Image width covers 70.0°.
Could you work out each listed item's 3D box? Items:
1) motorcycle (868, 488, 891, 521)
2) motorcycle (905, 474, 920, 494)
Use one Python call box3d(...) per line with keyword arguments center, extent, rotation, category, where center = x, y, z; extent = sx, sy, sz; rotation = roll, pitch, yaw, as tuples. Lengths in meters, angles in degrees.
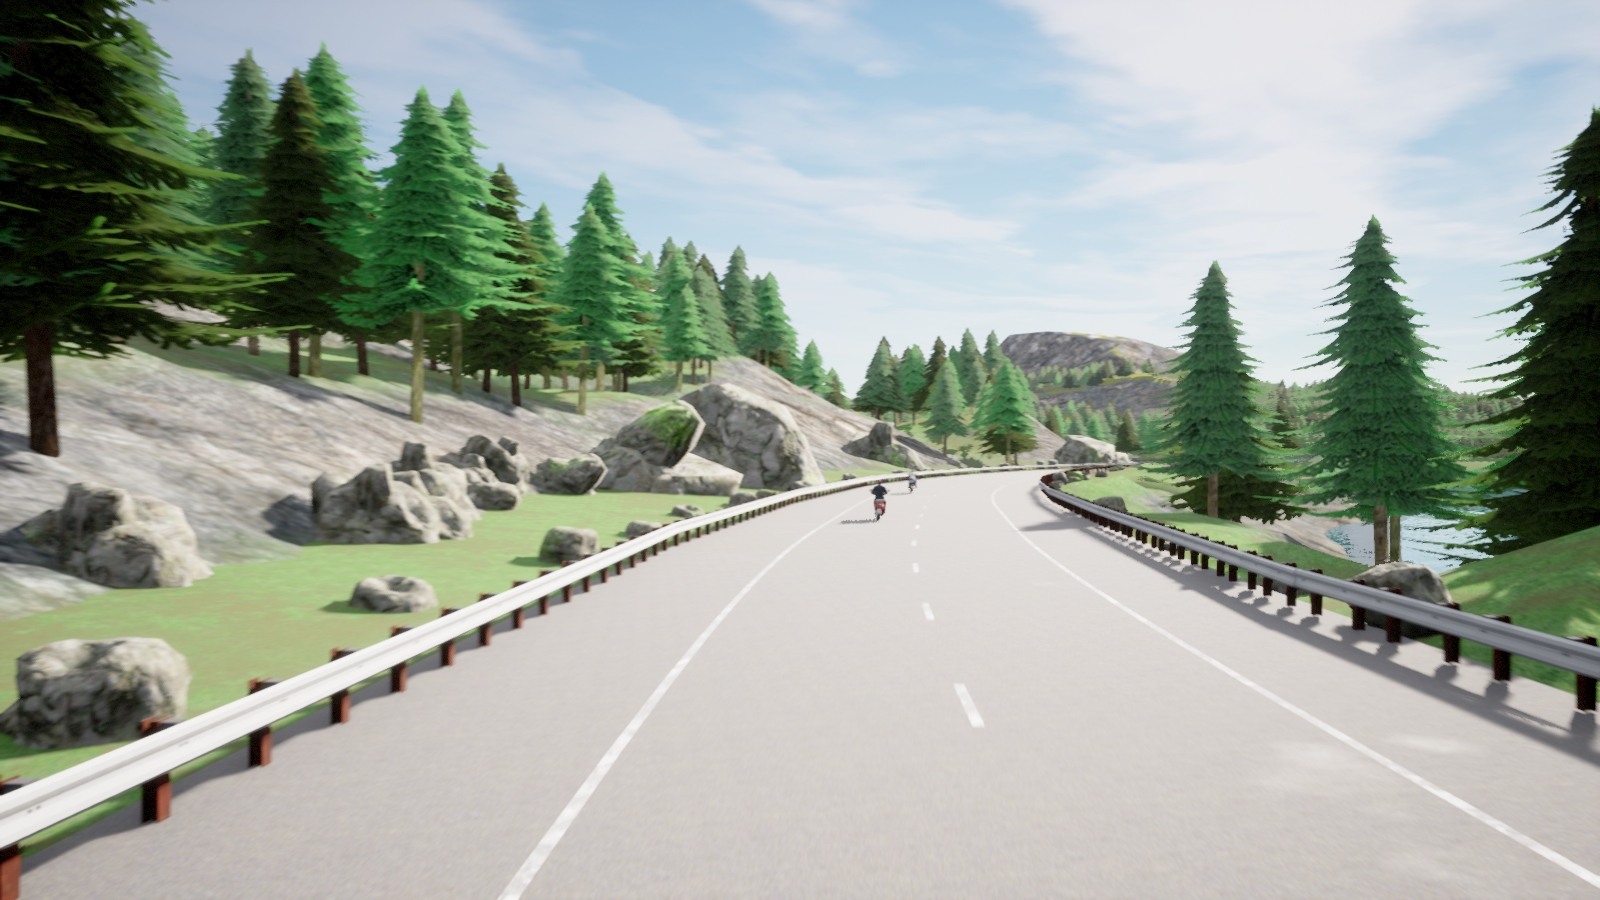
box3d(center=(3.207, 2.184, 46.006), extent=(0.856, 1.236, 1.805), rotation=(0, 0, 6), category="motorcycle")
box3d(center=(7.342, 2.182, 74.334), extent=(0.803, 1.217, 2.033), rotation=(0, 0, 11), category="motorcycle")
